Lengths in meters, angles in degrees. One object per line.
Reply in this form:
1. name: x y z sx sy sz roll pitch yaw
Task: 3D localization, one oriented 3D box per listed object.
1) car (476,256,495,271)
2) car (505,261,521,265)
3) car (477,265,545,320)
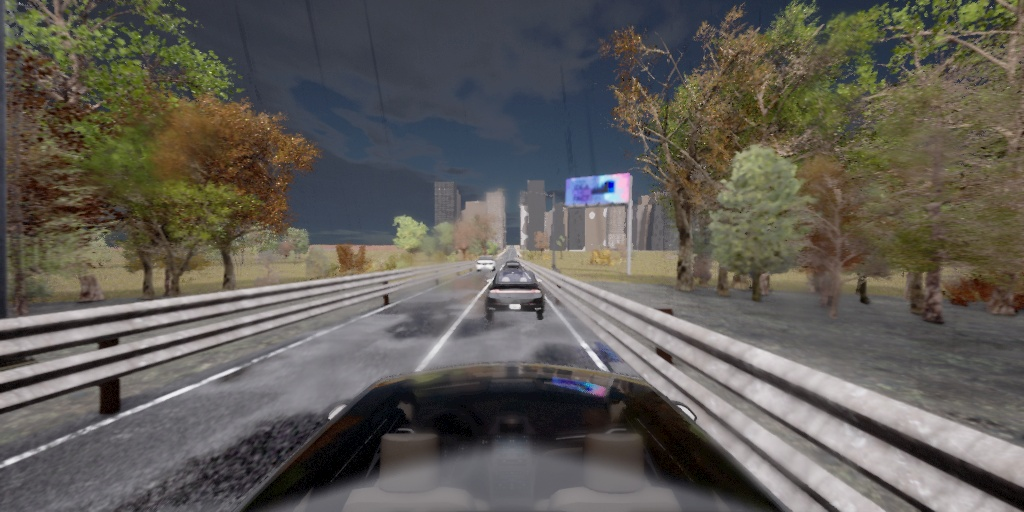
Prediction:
1. car: -3.306 0.961 46.246 2.150 2.045 5.566 0 0 0
2. car: 0.072 1.244 34.547 1.837 1.490 4.892 0 0 0
3. car: 0.093 1.238 12.688 2.128 1.511 4.902 0 0 0
